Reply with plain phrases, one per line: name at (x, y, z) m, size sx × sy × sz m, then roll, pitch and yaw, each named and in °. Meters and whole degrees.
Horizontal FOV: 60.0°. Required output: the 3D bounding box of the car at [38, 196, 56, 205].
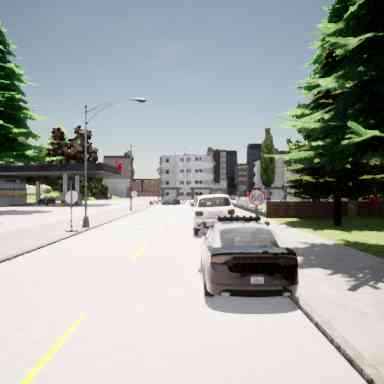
car at (-23.928, 1.400, 54.792) m, size 1.845 × 1.501 × 3.633 m, roll 0°, pitch 0°, yaw 0°

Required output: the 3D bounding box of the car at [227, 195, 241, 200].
car at (11.090, 1.495, 87.361) m, size 1.853 × 1.218 × 4.536 m, roll 0°, pitch 0°, yaw 30°

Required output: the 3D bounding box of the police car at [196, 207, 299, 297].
police car at (1.202, 1.423, 8.714) m, size 1.930 × 1.638 × 5.238 m, roll 0°, pitch 0°, yaw 0°

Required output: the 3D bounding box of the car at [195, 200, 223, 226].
car at (1.187, 1.450, 24.794) m, size 1.801 × 1.575 × 5.366 m, roll 0°, pitch 0°, yaw 0°

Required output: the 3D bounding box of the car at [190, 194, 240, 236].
car at (1.134, 1.169, 18.634) m, size 2.150 × 2.045 × 5.566 m, roll -3°, pitch 0°, yaw 0°

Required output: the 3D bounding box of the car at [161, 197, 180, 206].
car at (-3.484, 1.553, 54.477) m, size 1.994 × 1.385 × 4.181 m, roll 0°, pitch 0°, yaw 17°

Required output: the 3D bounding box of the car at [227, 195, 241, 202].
car at (11.115, 1.652, 87.407) m, size 2.038 × 1.542 × 4.974 m, roll 0°, pitch 0°, yaw 30°

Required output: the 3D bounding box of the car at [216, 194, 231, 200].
car at (8.319, 1.409, 87.750) m, size 3.633 × 1.501 × 1.845 m, roll 0°, pitch 0°, yaw 11°
